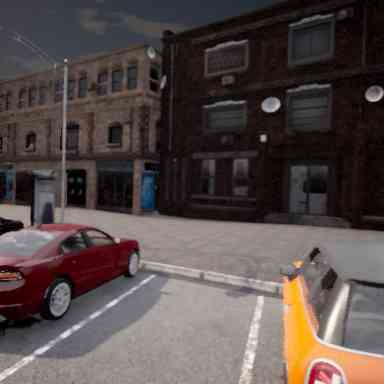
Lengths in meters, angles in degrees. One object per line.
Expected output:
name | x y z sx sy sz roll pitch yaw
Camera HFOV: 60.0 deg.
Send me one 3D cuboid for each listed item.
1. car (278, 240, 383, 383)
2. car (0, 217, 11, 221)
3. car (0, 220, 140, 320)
car | 2.129 1.353 3.871 2.185 1.767 4.553 0 0 15
car | -7.789 1.406 10.776 2.097 1.535 5.008 1 0 14
car | -2.812 1.442 7.359 2.097 1.535 5.008 0 0 14
